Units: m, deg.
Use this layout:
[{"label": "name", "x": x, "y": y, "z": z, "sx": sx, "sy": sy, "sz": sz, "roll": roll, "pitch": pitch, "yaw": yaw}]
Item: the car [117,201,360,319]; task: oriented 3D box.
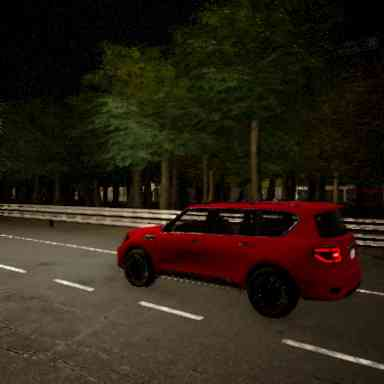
[{"label": "car", "x": 0.748, "y": 1.225, "z": 7.635, "sx": 5.566, "sy": 2.045, "sz": 2.150, "roll": 0, "pitch": 0, "yaw": 36}]
